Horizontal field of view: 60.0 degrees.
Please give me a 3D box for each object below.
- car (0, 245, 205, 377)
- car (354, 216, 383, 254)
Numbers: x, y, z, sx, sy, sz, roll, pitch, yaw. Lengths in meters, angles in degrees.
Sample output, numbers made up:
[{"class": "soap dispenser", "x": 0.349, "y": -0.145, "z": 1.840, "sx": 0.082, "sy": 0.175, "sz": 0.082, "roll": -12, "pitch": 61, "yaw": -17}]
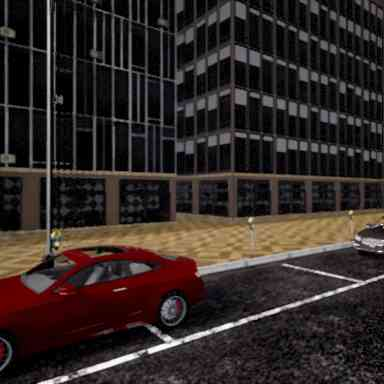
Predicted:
[{"class": "car", "x": -1.703, "y": 1.573, "z": 5.341, "sx": 4.206, "sy": 1.307, "sz": 1.802, "roll": 0, "pitch": 0, "yaw": -36}, {"class": "car", "x": 7.565, "y": 1.481, "z": 11.956, "sx": 4.403, "sy": 1.369, "sz": 2.008, "roll": 0, "pitch": 0, "yaw": -36}]
